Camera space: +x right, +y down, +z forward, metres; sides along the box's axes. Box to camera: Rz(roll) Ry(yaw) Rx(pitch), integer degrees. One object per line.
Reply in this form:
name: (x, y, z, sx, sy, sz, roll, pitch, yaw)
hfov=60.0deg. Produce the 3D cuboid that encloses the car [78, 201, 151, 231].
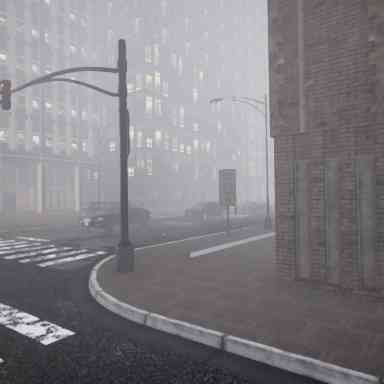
car: (-4.652, 1.558, 21.004, 2.128, 1.511, 4.902, -1, -1, 34)

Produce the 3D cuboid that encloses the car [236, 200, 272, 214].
car: (7.243, 1.707, 37.530, 1.895, 1.301, 4.718, -1, -1, 36)

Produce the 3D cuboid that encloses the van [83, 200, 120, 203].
van: (-6.026, 1.460, 23.520, 1.690, 1.788, 3.998, -2, -1, 36)

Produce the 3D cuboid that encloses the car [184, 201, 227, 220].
car: (1.282, 1.563, 29.247, 1.882, 1.535, 5.008, -1, -1, 36)
